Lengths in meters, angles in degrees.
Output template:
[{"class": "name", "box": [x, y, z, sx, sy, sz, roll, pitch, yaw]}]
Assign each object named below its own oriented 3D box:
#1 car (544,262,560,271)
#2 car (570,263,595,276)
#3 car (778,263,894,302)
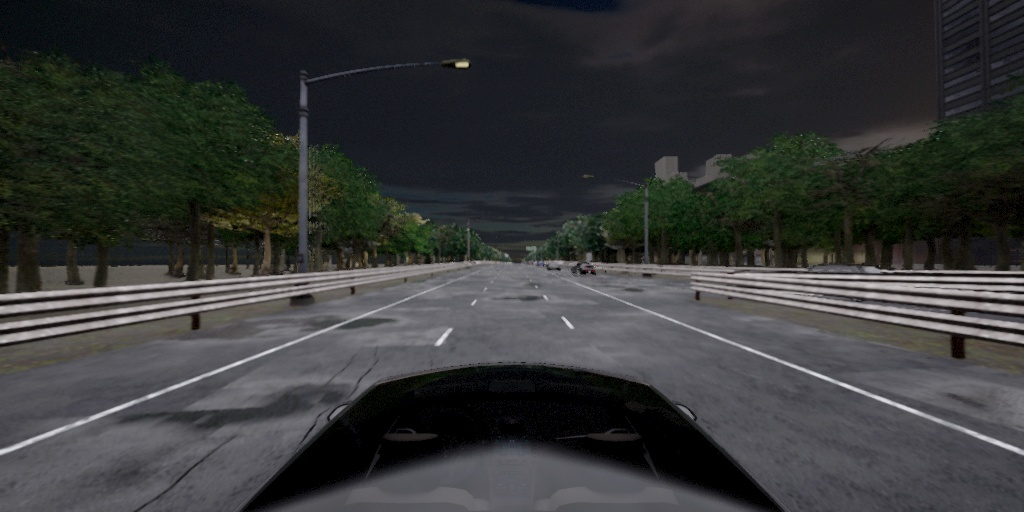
[{"class": "car", "box": [6.846, 1.726, 59.788, 1.994, 1.385, 4.181, 0, 0, 1]}, {"class": "car", "box": [8.395, 1.554, 42.746, 1.837, 1.490, 4.892, -1, 0, -8]}, {"class": "car", "box": [15.773, 1.208, 17.926, 2.097, 1.767, 4.553, 1, -1, -22]}]
